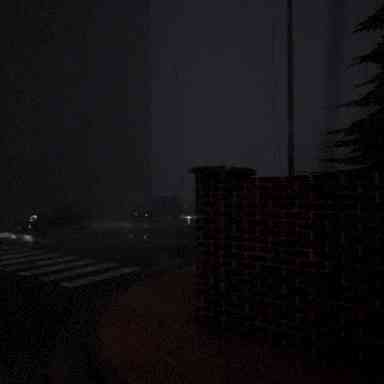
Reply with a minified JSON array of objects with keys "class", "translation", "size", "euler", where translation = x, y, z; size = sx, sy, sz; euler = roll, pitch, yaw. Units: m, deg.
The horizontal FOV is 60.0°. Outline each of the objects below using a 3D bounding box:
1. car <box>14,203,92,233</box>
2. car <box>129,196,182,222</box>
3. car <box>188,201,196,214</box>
[{"class":"car","translation":[-8.647,1.505,20.939],"size":[2.097,1.767,4.553],"euler":[-1,-1,35]},{"class":"car","translation":[-3.061,1.406,29.151],"size":[2.150,2.045,5.566],"euler":[-1,-1,32]},{"class":"car","translation":[0.933,1.710,38.353],"size":[1.882,1.535,5.008],"euler":[0,0,12]}]
